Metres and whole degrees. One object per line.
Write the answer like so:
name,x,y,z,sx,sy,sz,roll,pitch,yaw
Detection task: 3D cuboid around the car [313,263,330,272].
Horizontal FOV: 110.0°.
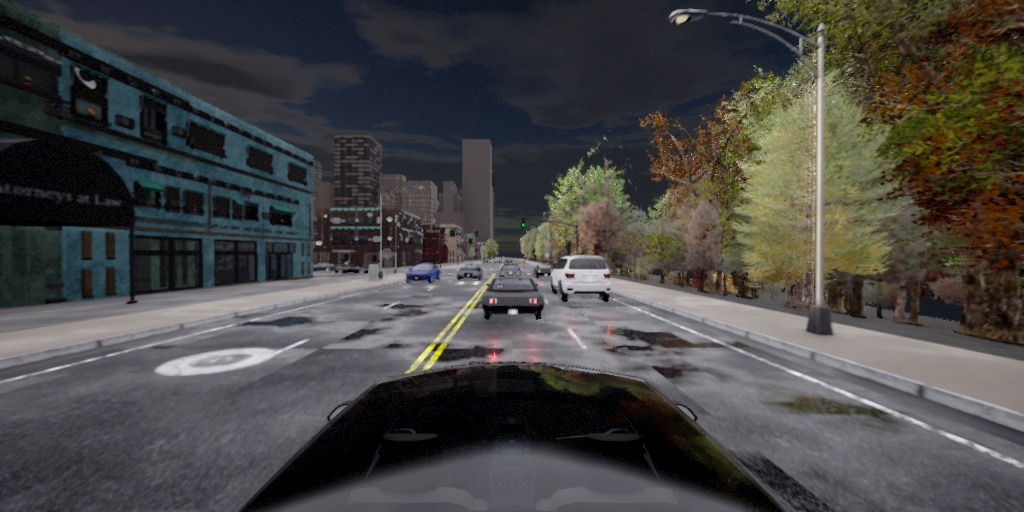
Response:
car,-28.705,1.720,54.242,4.403,1.370,2.007,0,0,0

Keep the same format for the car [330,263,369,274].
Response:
car,-20.301,1.697,45.800,4.313,1.339,1.948,0,0,0

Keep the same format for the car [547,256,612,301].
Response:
car,3.232,1.014,17.666,2.150,2.045,5.566,0,0,0

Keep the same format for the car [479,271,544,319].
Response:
car,0.019,1.382,12.935,1.895,1.301,4.718,0,0,0

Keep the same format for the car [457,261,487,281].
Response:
car,-3.541,1.397,31.031,1.994,1.385,4.181,0,0,0

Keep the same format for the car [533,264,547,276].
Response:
car,3.087,1.442,34.872,1.895,1.301,4.718,0,0,-1

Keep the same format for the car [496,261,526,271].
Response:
car,-0.123,1.376,30.165,2.033,1.411,5.357,0,0,0

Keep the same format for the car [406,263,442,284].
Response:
car,-6.784,1.303,27.953,1.882,1.535,5.008,0,0,0
